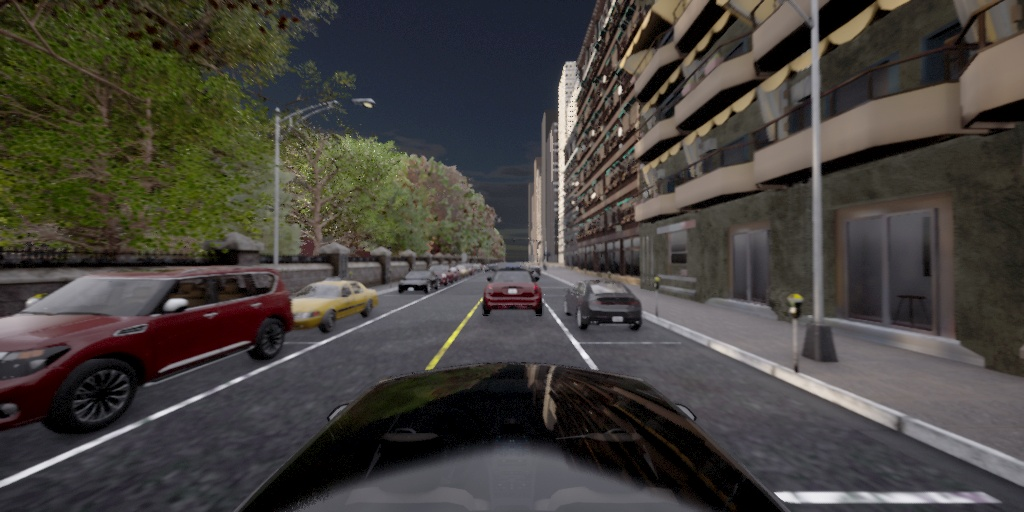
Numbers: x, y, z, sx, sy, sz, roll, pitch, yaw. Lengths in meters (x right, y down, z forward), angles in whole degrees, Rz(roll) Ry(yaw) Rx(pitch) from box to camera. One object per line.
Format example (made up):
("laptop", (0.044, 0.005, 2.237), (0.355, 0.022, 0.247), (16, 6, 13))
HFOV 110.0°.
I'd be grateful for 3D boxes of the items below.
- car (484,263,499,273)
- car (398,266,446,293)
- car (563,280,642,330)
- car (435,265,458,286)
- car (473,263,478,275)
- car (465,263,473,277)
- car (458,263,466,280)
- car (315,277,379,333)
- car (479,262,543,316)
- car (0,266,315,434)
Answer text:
("car", (-3.075, 1.839, 54.975), (1.994, 1.385, 4.181), (0, -1, 0))
("car", (-5.691, 1.515, 22.377), (1.948, 1.339, 4.313), (0, 0, 0))
("car", (2.689, 1.392, 11.303), (2.007, 1.370, 4.403), (0, 0, 0))
("car", (-5.691, 1.443, 27.915), (1.967, 1.591, 4.097), (0, 0, 0))
("car", (-5.691, 1.609, 44.531), (1.967, 1.591, 4.097), (0, 0, 0))
("car", (-5.691, 1.639, 38.822), (1.751, 1.417, 4.829), (0, 0, 0))
("car", (-5.691, 1.640, 33.454), (1.802, 1.307, 4.207), (0, 0, 0))
("car", (-5.691, 1.367, 11.130), (1.751, 1.417, 4.829), (0, 0, 0))
("car", (0.042, 1.221, 14.177), (2.097, 1.767, 4.553), (0, -1, 1))
("car", (-5.692, 1.103, 5.762), (2.192, 1.841, 5.009), (0, 0, 0))
